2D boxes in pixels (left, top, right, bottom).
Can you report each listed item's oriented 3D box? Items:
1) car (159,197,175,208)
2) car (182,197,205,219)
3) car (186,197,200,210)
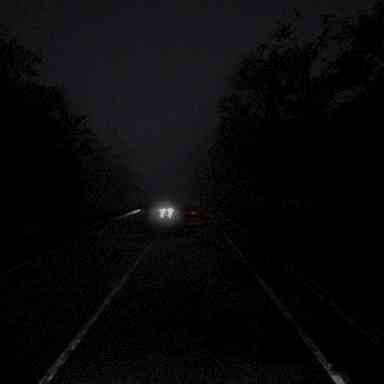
[{"bbox_3d":[-3.532,1.485,47.796,2.128,1.511,4.902,0,0,1],"label":"car"},{"bbox_3d":[0.107,1.489,29.004,1.882,1.535,5.008,0,0,0],"label":"car"},{"bbox_3d":[0.113,1.505,45.152,1.837,1.490,4.892,0,0,0],"label":"car"}]
